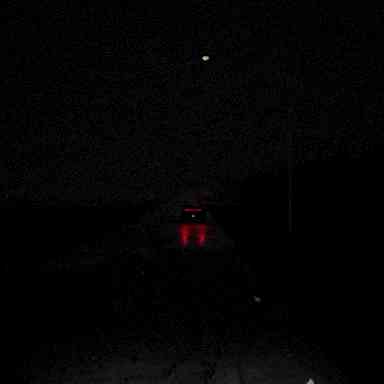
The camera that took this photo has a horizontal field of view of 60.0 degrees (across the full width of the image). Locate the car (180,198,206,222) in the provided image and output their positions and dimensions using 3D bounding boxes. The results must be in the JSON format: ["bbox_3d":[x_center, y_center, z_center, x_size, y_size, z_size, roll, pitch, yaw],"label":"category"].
[{"bbox_3d":[0.091,1.477,25.681,2.128,1.511,4.902,0,0,0],"label":"car"}]

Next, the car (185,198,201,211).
[{"bbox_3d":[0.084,1.501,40.900,1.812,1.442,4.674,0,0,0],"label":"car"}]
